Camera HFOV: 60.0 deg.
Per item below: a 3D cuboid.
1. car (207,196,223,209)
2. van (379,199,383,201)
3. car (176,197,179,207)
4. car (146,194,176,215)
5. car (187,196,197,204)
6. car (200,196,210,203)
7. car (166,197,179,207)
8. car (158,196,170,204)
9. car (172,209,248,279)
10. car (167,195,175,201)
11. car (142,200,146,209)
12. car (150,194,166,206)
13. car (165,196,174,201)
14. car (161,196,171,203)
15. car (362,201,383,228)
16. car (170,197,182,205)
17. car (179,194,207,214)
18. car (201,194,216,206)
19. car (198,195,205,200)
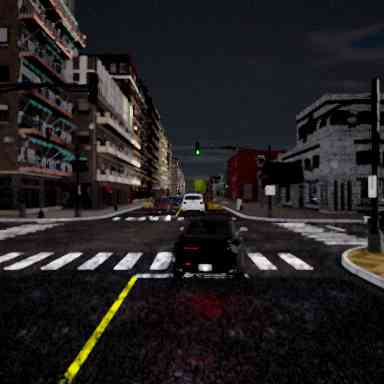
[{"bbox_3d":[2.696,1.530,39.407,1.752,1.417,4.829,0,0,0],"label":"car"},{"bbox_3d":[14.902,1.405,23.721,3.998,1.788,1.690,0,0,0],"label":"van"},{"bbox_3d":[-3.073,1.608,43.261,1.895,1.301,4.718,0,0,0],"label":"car"},{"bbox_3d":[-3.096,1.354,34.318,2.097,1.767,4.553,0,0,0],"label":"car"},{"bbox_3d":[0.006,1.574,65.733,2.033,1.411,5.357,0,0,0],"label":"car"},{"bbox_3d":[2.698,1.586,72.472,2.008,1.369,4.403,0,0,0],"label":"car"},{"bbox_3d":[-3.010,1.539,52.317,1.812,1.442,4.674,0,0,0],"label":"car"},{"bbox_3d":[-5.683,1.579,66.933,2.008,1.369,4.403,0,0,0],"label":"car"},{"bbox_3d":[0.617,1.498,10.148,1.837,1.490,4.892,0,0,7],"label":"car"},{"bbox_3d":[-5.682,1.503,89.090,1.967,1.590,4.097,0,0,0],"label":"car"},{"bbox_3d":[-5.685,1.533,44.606,1.752,1.417,4.829,0,0,0],"label":"car"},{"bbox_3d":[-5.683,1.332,55.855,2.192,1.841,5.009,0,0,0],"label":"car"},{"bbox_3d":[-5.682,1.598,83.551,1.887,1.381,4.507,0,0,0],"label":"car"},{"bbox_3d":[-5.683,1.561,72.302,1.752,1.417,4.829,0,0,0],"label":"car"},{"bbox_3d":[13.443,1.540,21.124,4.902,1.511,2.128,0,0,0],"label":"car"},{"bbox_3d":[-2.996,1.587,62.333,1.994,1.385,4.181,0,0,0],"label":"car"},{"bbox_3d":[0.102,1.223,34.560,2.150,2.045,5.566,0,0,0],"label":"car"},{"bbox_3d":[2.698,1.331,55.855,2.192,1.841,5.009,0,0,0],"label":"car"},{"bbox_3d":[2.699,1.598,94.799,1.752,1.417,4.829,0,0,0],"label":"car"}]
